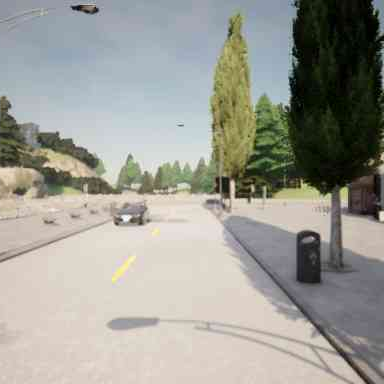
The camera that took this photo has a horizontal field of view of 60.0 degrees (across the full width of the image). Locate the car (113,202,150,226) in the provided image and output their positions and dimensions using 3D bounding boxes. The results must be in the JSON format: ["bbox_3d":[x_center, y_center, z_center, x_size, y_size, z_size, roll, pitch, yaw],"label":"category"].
[{"bbox_3d":[-3.997,1.429,22.668,2.128,1.511,4.902,0,0,0],"label":"car"}]
